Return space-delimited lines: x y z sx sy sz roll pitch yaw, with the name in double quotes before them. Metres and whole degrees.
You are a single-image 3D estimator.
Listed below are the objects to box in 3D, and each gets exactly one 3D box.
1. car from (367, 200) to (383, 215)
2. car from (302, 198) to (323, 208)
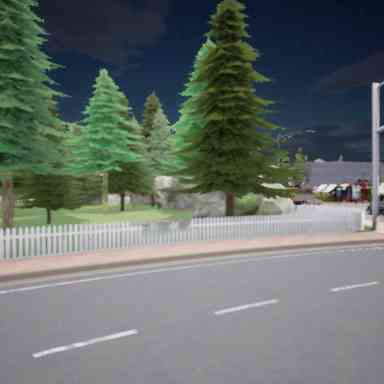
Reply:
"car" 17.351 1.398 28.973 1.994 1.385 4.181 0 0 -11
"car" 14.634 1.123 42.306 2.097 1.767 4.553 0 0 -11
